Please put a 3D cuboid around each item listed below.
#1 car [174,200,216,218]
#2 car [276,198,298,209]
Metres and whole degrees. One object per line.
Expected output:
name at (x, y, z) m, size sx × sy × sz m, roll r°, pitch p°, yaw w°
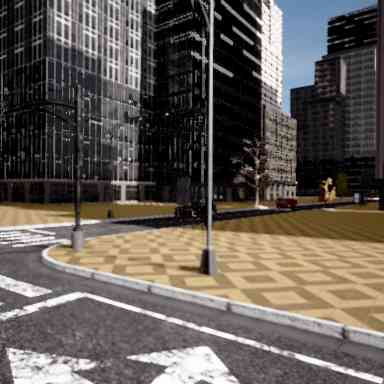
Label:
car at (0.356, 1.516, 30.715) m, size 1.882 × 1.535 × 5.008 m, roll 1°, pitch 0°, yaw 37°
car at (13.992, 1.619, 48.925) m, size 1.882 × 1.535 × 5.008 m, roll 1°, pitch 0°, yaw 37°
